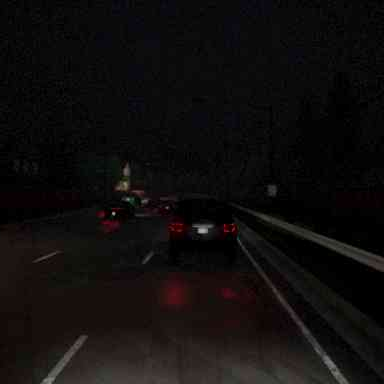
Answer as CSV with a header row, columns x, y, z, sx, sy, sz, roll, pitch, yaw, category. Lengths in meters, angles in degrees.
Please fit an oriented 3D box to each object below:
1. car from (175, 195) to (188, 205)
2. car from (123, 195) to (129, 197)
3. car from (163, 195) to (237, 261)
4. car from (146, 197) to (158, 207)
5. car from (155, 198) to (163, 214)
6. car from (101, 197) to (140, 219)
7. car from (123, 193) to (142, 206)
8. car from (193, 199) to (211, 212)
x,y,z,sx,sy,sz,roll,pitch,yaw,category
-1.748,1.361,59.174,2.097,1.767,4.553,0,0,1,car
-9.419,1.446,39.711,2.128,1.511,4.902,0,0,2,car
0.397,1.228,12.430,2.150,2.045,5.566,0,0,2,car
-5.568,1.506,49.400,1.812,1.442,4.674,0,0,2,car
-2.441,1.559,35.380,1.994,1.385,4.181,0,0,2,car
-6.135,1.475,28.762,1.837,1.490,4.892,0,0,2,car
-9.110,1.182,50.321,2.150,2.045,5.566,0,0,2,car
1.206,1.584,40.435,1.994,1.385,4.181,0,0,2,car
